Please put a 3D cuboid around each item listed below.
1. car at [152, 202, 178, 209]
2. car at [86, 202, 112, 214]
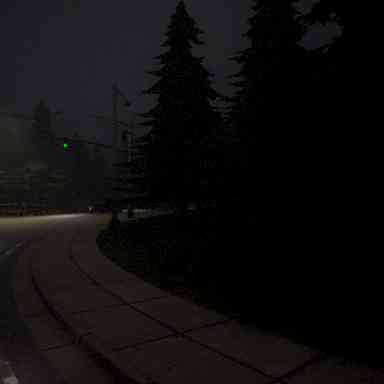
[{"bbox_3d":[-2.447,1.491,41.551,2.128,1.511,4.902,0,0,27],"label":"car"},{"bbox_3d":[-9.339,1.492,36.224,2.128,1.511,4.902,0,0,26],"label":"car"}]
